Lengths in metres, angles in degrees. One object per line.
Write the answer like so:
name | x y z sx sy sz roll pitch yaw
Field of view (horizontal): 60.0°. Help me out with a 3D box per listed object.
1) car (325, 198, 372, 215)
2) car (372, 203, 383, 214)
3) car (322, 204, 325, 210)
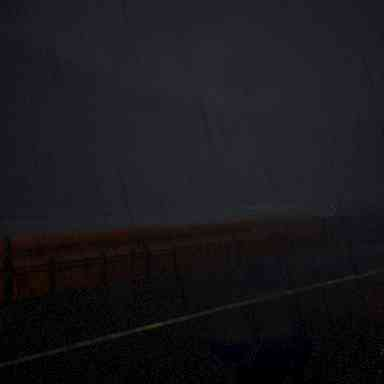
car | 15.848 1.451 32.590 4.892 1.490 1.837 0 0 -24
car | 19.203 1.433 30.250 5.008 1.535 1.882 0 0 -23
car | 16.667 1.444 36.754 4.892 1.490 1.837 0 0 -23
